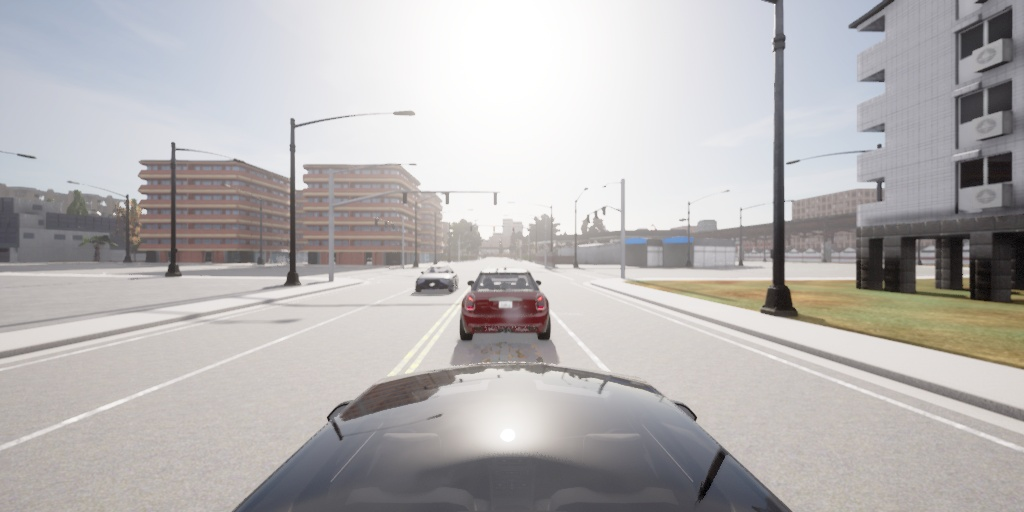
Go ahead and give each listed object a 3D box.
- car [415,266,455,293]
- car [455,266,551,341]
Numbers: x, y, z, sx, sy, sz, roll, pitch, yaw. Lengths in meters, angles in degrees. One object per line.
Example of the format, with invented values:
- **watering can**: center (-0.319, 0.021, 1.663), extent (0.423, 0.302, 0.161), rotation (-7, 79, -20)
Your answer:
- **car**: center (-4.186, 1.289, 20.516), extent (1.994, 1.385, 4.181), rotation (0, 0, -2)
- **car**: center (-0.206, 1.091, 10.051), extent (2.097, 1.767, 4.553), rotation (0, 0, -2)
